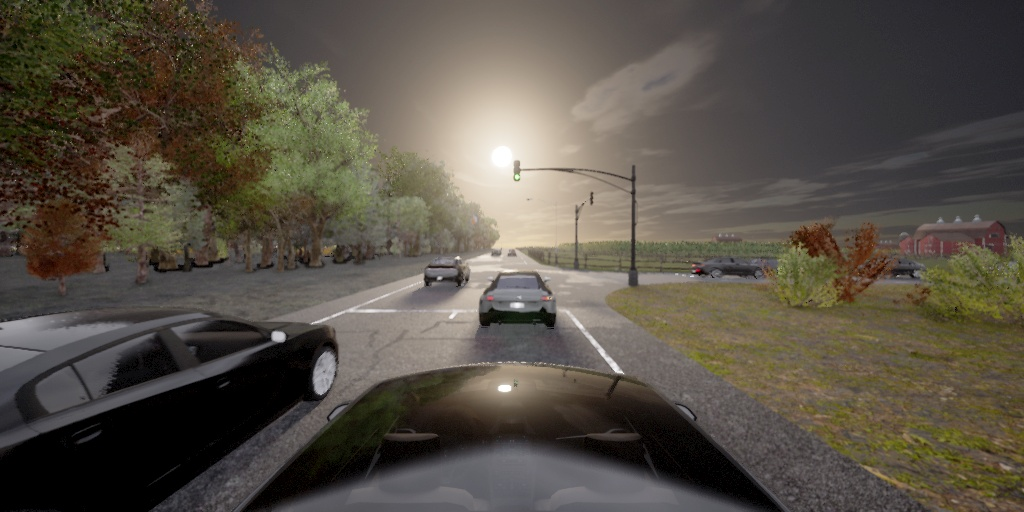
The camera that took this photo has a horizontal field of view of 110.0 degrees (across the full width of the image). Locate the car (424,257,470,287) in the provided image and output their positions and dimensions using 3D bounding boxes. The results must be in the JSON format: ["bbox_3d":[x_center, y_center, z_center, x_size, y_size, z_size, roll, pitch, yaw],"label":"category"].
[{"bbox_3d":[-3.402,0.780,19.326,2.128,1.511,4.902,0,2,0],"label":"car"}]

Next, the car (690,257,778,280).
[{"bbox_3d":[14.865,0.809,24.523,4.892,1.490,1.837,0,-2,-1],"label":"car"}]

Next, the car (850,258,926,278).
[{"bbox_3d":[29.335,0.934,28.098,4.892,1.490,1.837,1,1,0],"label":"car"}]

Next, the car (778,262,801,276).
[{"bbox_3d":[19.448,0.867,28.138,5.357,1.411,2.033,1,1,0],"label":"car"}]

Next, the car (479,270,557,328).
[{"bbox_3d":[0.196,1.084,10.490,1.994,1.385,4.181,0,2,2],"label":"car"}]

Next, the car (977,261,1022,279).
[{"bbox_3d":[39.378,1.104,28.047,4.181,1.385,1.994,1,1,1],"label":"car"}]

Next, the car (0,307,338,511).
[{"bbox_3d":[-3.399,1.190,3.144,1.882,1.535,5.008,0,1,0],"label":"car"}]
